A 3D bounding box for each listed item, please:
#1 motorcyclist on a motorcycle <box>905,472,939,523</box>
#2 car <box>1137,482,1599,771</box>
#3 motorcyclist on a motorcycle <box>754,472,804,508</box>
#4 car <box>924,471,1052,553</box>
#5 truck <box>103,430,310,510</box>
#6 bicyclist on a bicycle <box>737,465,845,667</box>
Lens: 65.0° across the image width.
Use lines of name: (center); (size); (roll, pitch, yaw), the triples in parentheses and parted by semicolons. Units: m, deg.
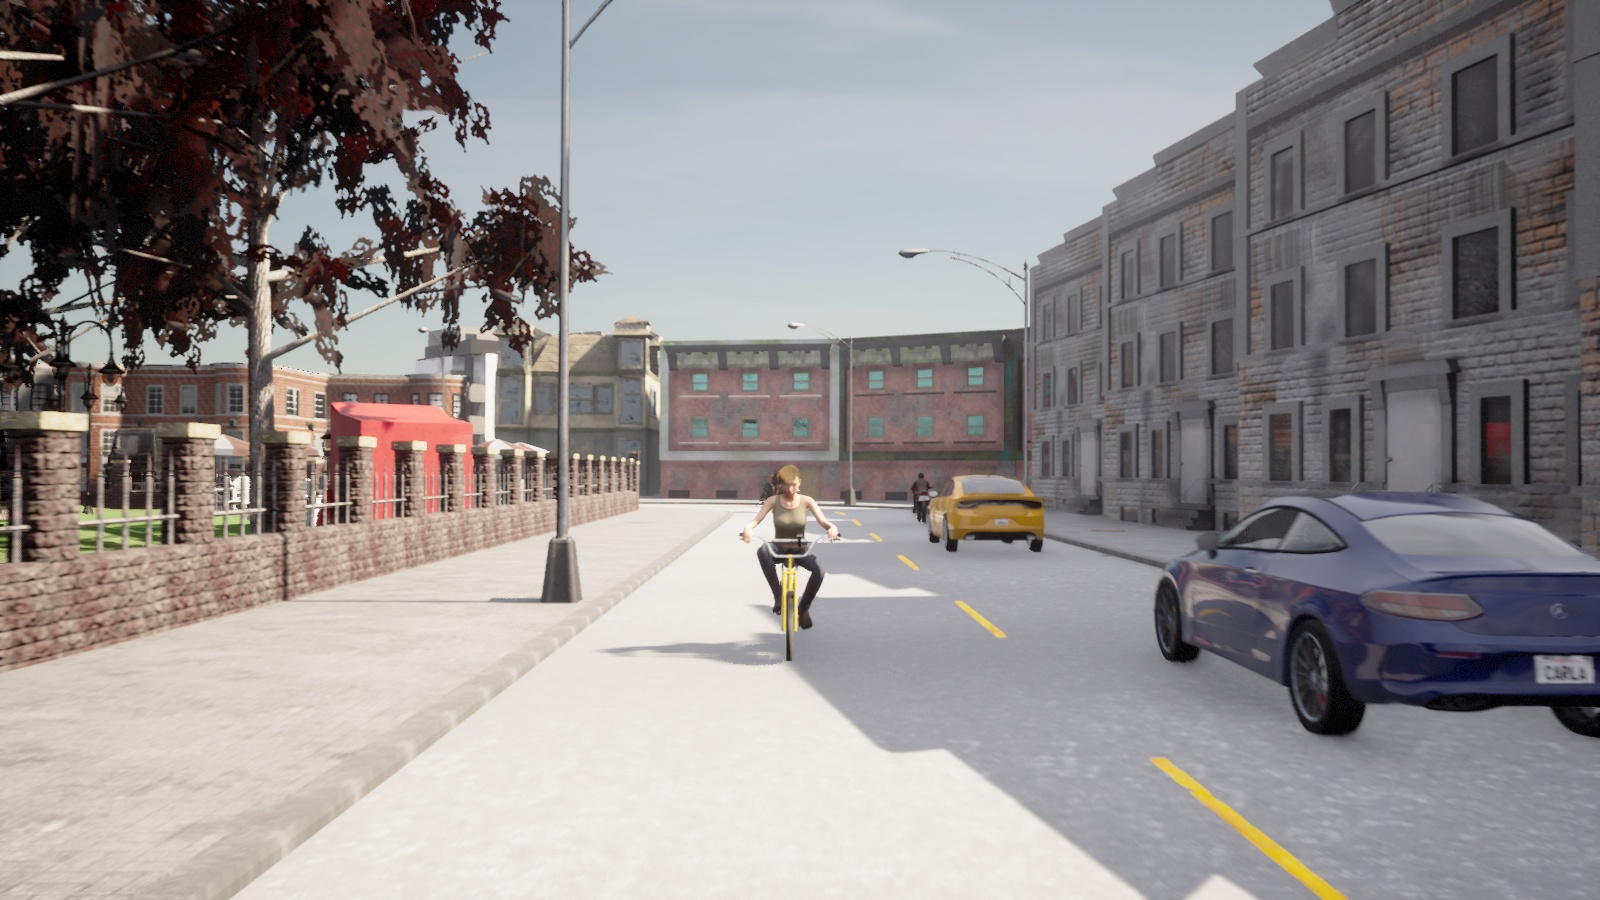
motorcyclist on a motorcycle: (3.712, 1.431, 38.381); (0.797, 1.523, 2.044); (0, -1, 0)
car: (3.928, 0.975, 8.851); (1.812, 1.442, 4.674); (0, -1, 0)
motorcyclist on a motorcycle: (-0.912, 1.720, 54.347); (2.044, 1.523, 0.797); (-1, 0, 37)
car: (3.801, 1.221, 26.238); (1.882, 1.535, 5.008); (0, -1, 0)
truck: (-26.468, 0.887, 56.257); (7.936, 3.462, 2.891); (0, -1, 0)
bicyclist on a bicycle: (-0.079, 0.934, 10.801); (0.866, 1.612, 1.509); (0, -1, 0)
